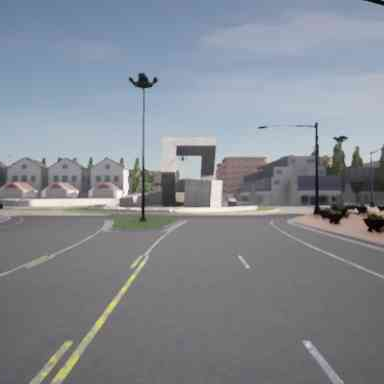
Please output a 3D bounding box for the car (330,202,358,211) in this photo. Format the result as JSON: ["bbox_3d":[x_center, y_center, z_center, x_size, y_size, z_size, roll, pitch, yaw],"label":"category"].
[{"bbox_3d":[21.811,2.128,47.506,4.718,1.301,1.895,0,-1,-38],"label":"car"}]
